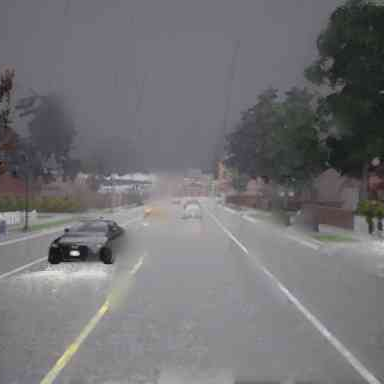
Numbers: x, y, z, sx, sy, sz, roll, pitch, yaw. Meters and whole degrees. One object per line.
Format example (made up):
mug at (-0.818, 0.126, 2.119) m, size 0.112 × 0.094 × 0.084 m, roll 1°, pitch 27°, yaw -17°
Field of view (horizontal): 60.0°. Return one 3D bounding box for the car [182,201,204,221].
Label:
car at (0.107, 1.905, 31.735) m, size 1.812 × 1.442 × 4.674 m, roll 0°, pitch 0°, yaw 1°

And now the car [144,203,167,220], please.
car at (-3.591, 1.871, 33.059) m, size 1.882 × 1.535 × 5.008 m, roll 0°, pitch -1°, yaw 0°

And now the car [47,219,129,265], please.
car at (-3.594, 1.717, 12.189) m, size 1.994 × 1.385 × 4.181 m, roll 0°, pitch -1°, yaw 0°

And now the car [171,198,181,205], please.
car at (-3.478, 2.136, 74.451) m, size 1.812 × 1.442 × 4.674 m, roll 0°, pitch 0°, yaw 0°
